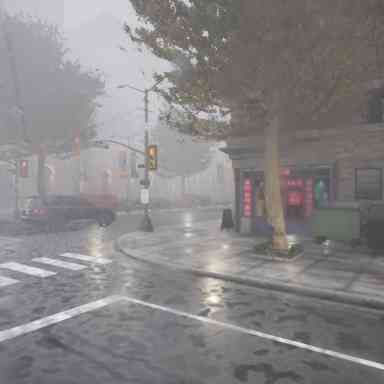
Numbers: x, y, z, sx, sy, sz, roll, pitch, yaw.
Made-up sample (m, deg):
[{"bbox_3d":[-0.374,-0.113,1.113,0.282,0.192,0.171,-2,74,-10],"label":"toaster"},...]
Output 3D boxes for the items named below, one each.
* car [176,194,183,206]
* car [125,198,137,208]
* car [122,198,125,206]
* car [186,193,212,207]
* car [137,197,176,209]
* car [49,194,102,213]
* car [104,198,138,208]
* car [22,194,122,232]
[{"bbox_3d":[-0.919,1.221,55.329,2.150,2.045,5.566,0,0,36],"label":"car"},{"bbox_3d":[-7.165,1.491,46.690,2.128,1.511,4.902,0,0,36],"label":"car"},{"bbox_3d":[-10.422,1.221,36.201,2.150,2.045,5.566,0,0,36],"label":"car"},{"bbox_3d":[1.266,1.352,52.373,2.097,1.767,4.553,0,0,36],"label":"car"},{"bbox_3d":[-4.677,1.526,44.158,1.812,1.442,4.674,0,0,36],"label":"car"},{"bbox_3d":[-13.261,1.221,38.247,2.150,2.045,5.566,0,0,36],"label":"car"},{"bbox_3d":[-10.186,1.595,47.892,1.895,1.301,4.718,0,0,36],"label":"car"},{"bbox_3d":[-7.364,1.221,20.342,2.150,2.045,5.566,1,0,38],"label":"car"}]
